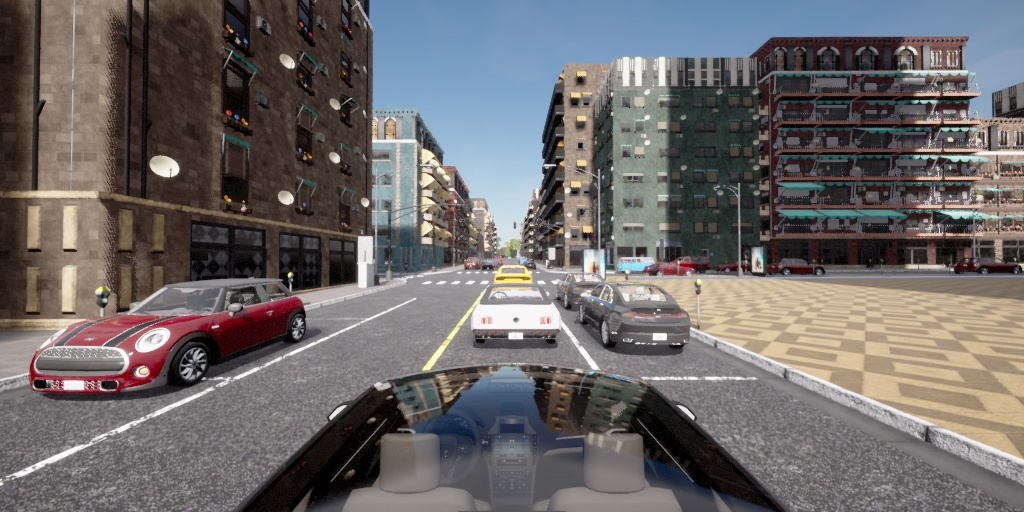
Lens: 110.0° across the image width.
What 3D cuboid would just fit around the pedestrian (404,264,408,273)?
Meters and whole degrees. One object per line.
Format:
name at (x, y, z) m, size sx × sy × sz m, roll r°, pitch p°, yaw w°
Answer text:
pedestrian at (-12.618, 1.097, 42.705) m, size 0.375 × 1.860 × 0.375 m, roll 0°, pitch 0°, yaw 0°

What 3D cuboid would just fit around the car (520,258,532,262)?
car at (2.580, 1.334, 52.773) m, size 1.948 × 1.339 × 4.313 m, roll 0°, pitch 0°, yaw 0°

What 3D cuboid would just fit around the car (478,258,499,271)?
car at (-3.222, 1.368, 50.464) m, size 1.895 × 1.301 × 4.718 m, roll 0°, pitch 0°, yaw 1°

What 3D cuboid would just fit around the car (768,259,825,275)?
car at (24.699, 0.936, 31.176) m, size 4.097 × 1.591 × 1.967 m, roll 0°, pitch 0°, yaw 0°

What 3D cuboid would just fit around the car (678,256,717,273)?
car at (19.215, 0.977, 39.583) m, size 5.009 × 1.841 × 2.192 m, roll 0°, pitch 0°, yaw 0°

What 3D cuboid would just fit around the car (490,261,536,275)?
car at (0.055, 1.233, 19.047) m, size 1.882 × 1.535 × 5.008 m, roll 0°, pitch 0°, yaw 0°

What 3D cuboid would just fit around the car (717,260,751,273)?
car at (24.743, 1.165, 39.556) m, size 4.507 × 1.381 × 1.888 m, roll 0°, pitch 0°, yaw 0°

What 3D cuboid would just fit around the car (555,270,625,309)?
car at (2.793, 1.304, 14.580) m, size 2.007 × 1.370 × 4.403 m, roll 0°, pitch 0°, yaw 0°

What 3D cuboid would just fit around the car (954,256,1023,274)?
car at (41.281, 0.811, 31.093) m, size 4.097 × 1.591 × 1.967 m, roll 0°, pitch 0°, yaw 0°

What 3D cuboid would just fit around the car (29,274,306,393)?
car at (-5.830, 1.191, 6.756) m, size 1.967 × 1.591 × 4.097 m, roll 0°, pitch 0°, yaw 0°

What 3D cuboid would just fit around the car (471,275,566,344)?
car at (0.082, 1.353, 9.593) m, size 1.895 × 1.301 × 4.718 m, roll 0°, pitch 0°, yaw 0°

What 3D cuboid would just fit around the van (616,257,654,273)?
van at (13.688, 1.046, 39.611) m, size 3.998 × 1.789 × 1.690 m, roll 0°, pitch 0°, yaw 0°

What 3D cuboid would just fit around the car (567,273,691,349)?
car at (2.805, 1.303, 9.011) m, size 2.007 × 1.370 × 4.403 m, roll 0°, pitch 0°, yaw 0°

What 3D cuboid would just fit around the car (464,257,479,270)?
car at (-5.801, 1.083, 52.794) m, size 2.192 × 1.841 × 5.009 m, roll 0°, pitch 0°, yaw 0°

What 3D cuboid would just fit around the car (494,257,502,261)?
car at (-3.211, 1.319, 60.157) m, size 2.033 × 1.411 × 5.357 m, roll 0°, pitch 0°, yaw 0°

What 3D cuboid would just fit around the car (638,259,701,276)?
car at (13.644, 1.163, 31.231) m, size 4.207 × 1.307 × 1.802 m, roll 0°, pitch 0°, yaw 0°
